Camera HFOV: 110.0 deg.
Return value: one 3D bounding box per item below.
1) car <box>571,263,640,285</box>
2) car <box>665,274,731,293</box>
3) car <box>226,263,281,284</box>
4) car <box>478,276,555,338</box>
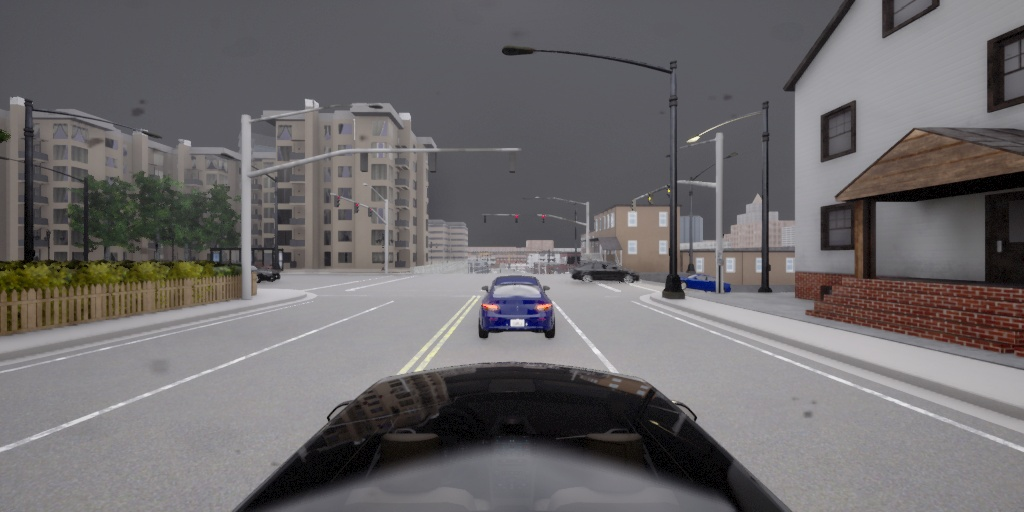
[{"bbox_3d":[6.748,1.242,26.092,4.892,1.490,1.837,1,0,1],"label":"car"},{"bbox_3d":[15.379,2.209,29.696,5.008,1.535,1.882,9,0,1],"label":"car"},{"bbox_3d":[-19.813,1.254,26.510,4.892,1.490,1.837,0,0,1],"label":"car"},{"bbox_3d":[0.110,1.276,10.013,1.812,1.442,4.674,0,0,0],"label":"car"}]
